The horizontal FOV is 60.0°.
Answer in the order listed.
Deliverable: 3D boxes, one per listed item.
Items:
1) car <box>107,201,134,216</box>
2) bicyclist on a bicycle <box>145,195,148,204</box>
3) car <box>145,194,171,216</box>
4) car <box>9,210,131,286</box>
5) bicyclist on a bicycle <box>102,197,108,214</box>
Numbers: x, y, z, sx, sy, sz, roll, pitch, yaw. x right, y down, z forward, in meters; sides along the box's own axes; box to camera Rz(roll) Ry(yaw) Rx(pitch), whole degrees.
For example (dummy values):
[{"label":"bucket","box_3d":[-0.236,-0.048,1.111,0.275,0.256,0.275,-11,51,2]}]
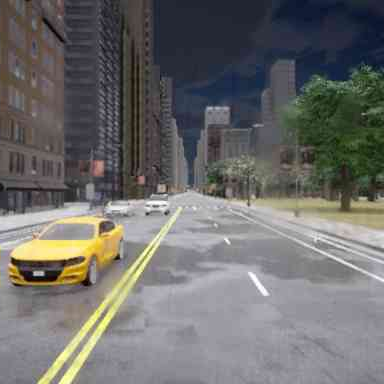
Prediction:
[{"label":"car","box_3d":[-6.586,1.560,31.035,1.812,1.442,4.674,0,0,0]},{"label":"bicyclist on a bicycle","box_3d":[-8.726,1.475,63.300,0.659,1.776,1.843,0,-1,-1]},{"label":"car","box_3d":[-3.328,1.261,33.229,2.150,2.045,5.566,0,0,0]},{"label":"car","box_3d":[-3.278,1.488,9.645,1.882,1.535,5.008,0,0,0]},{"label":"bicyclist on a bicycle","box_3d":[-8.728,1.411,33.228,0.659,1.776,1.843,0,0,-1]}]
